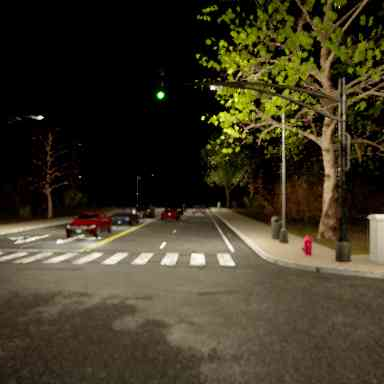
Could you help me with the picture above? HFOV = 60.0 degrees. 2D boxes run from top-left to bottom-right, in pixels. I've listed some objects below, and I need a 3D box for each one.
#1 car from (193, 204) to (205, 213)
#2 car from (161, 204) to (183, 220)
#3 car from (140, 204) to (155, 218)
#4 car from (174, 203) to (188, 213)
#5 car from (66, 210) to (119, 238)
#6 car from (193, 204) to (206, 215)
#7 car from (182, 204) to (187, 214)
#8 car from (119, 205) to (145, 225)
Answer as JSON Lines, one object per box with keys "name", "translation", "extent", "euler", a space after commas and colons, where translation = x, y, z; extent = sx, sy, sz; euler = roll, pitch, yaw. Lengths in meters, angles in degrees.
{"name": "car", "translation": [1.310, 2.921, 59.659], "extent": [1.994, 1.385, 4.181], "euler": [0, -1, 1]}
{"name": "car", "translation": [-2.386, 2.428, 38.213], "extent": [1.994, 1.385, 4.181], "euler": [0, -1, 1]}
{"name": "car", "translation": [-5.763, 2.257, 40.416], "extent": [2.097, 1.767, 4.553], "euler": [0, -1, 2]}
{"name": "car", "translation": [-1.938, 2.841, 59.744], "extent": [2.128, 1.511, 4.902], "euler": [0, -1, 1]}
{"name": "car", "translation": [-6.269, 1.980, 20.901], "extent": [1.812, 1.442, 4.674], "euler": [0, -1, 1]}
{"name": "car", "translation": [1.055, 2.734, 49.658], "extent": [1.895, 1.301, 4.718], "euler": [0, -1, 1]}
{"name": "car", "translation": [-2.204, 2.664, 49.330], "extent": [2.033, 1.411, 5.357], "euler": [0, -1, 1]}
{"name": "car", "translation": [-6.019, 2.225, 30.528], "extent": [2.033, 1.411, 5.357], "euler": [0, -1, 2]}
